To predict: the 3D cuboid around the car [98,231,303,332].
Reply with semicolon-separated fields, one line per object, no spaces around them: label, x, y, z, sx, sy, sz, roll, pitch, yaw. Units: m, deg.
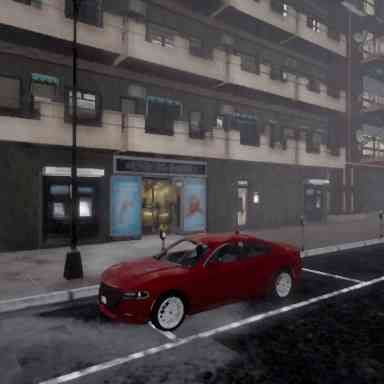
car;0.370;1.542;6.817;4.507;1.381;1.887;0;0;-36
